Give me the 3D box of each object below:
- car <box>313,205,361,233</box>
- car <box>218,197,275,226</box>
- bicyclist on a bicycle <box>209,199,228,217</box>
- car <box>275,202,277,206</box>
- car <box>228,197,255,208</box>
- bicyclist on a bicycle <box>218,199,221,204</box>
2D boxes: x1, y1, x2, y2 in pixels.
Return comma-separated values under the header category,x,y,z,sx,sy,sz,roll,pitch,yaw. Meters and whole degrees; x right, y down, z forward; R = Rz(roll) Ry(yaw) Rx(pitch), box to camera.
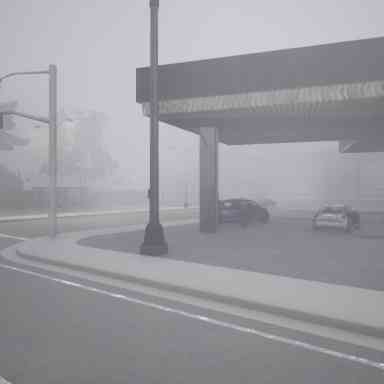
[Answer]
category,x,y,z,sx,sy,sz,roll,pitch,yaw
car,8.450,1.456,19.265,1.970,1.475,3.806,0,0,37
car,3.376,1.295,22.064,2.242,1.667,4.611,0,0,37
bicyclist on a bicycle,2.456,1.453,30.454,1.656,1.620,0.582,0,0,18
car,10.459,1.547,48.004,2.033,1.411,5.357,0,0,37
car,7.471,1.505,49.853,1.837,1.490,4.892,0,0,36
bicyclist on a bicycle,2.495,1.387,29.719,0.582,1.620,1.656,0,-9,-36
